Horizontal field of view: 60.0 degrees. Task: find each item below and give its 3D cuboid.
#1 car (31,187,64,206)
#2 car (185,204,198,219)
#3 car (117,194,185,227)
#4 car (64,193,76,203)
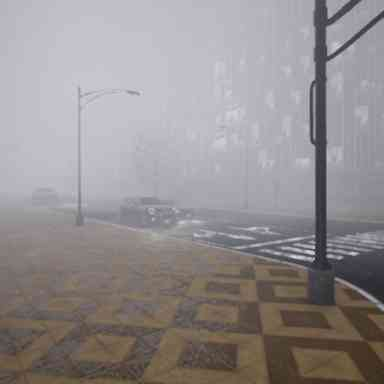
[{"bbox_3d":[-16.985,0.472,38.376,2.150,2.045,5.566,0,1,-38],"label":"car"},{"bbox_3d":[-1.865,1.159,24.425,2.033,1.411,5.357,0,1,-38],"label":"car"},{"bbox_3d":[-2.767,1.021,20.328,2.097,1.767,4.553,0,1,-38],"label":"car"},{"bbox_3d":[-16.634,0.774,43.226,1.895,1.301,4.718,0,1,-38],"label":"car"}]
